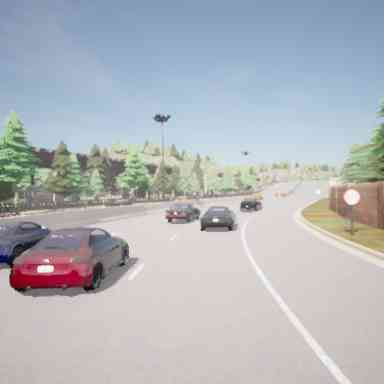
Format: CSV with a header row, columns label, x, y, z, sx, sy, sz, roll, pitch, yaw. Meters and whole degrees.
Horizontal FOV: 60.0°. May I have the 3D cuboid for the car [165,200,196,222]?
label,x,y,z,sx,sy,sz,roll,pitch,yaw
car,-0.617,1.633,27.177,2.033,1.411,5.357,-2,0,14

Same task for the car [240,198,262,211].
label,x,y,z,sx,sy,sz,roll,pitch,yaw
car,6.990,1.400,38.994,1.882,1.535,5.008,-2,0,22

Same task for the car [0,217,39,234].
label,x,y,z,sx,sy,sz,roll,pitch,yaw
car,-6.464,1.760,12.272,1.994,1.385,4.181,-2,0,4

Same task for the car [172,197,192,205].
label,x,y,z,sx,sy,sz,roll,pitch,yaw
car,-1.810,1.689,63.232,1.882,1.535,5.008,-1,-1,22

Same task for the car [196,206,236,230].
label,x,y,z,sx,sy,sz,roll,pitch,yaw
car,1.723,1.575,21.094,1.994,1.385,4.181,-2,0,10

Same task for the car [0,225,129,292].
label,x,y,z,sx,sy,sz,roll,pitch,yaw
car,-3.138,1.668,9.340,1.994,1.385,4.181,-2,0,2

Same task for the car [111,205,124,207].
label,x,y,z,sx,sy,sz,roll,pitch,yaw
car,-11.129,2.015,50.661,1.895,1.301,4.718,-2,0,23
